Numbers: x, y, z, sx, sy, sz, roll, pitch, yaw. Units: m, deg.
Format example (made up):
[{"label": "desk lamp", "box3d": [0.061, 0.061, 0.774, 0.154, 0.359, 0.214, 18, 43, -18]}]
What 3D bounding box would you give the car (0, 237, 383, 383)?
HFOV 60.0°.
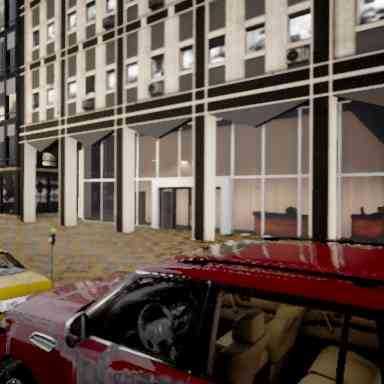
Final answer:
[{"label": "car", "box3d": [0.436, 1.312, 2.561, 5.009, 1.841, 2.192, 0, 0, 36]}]
